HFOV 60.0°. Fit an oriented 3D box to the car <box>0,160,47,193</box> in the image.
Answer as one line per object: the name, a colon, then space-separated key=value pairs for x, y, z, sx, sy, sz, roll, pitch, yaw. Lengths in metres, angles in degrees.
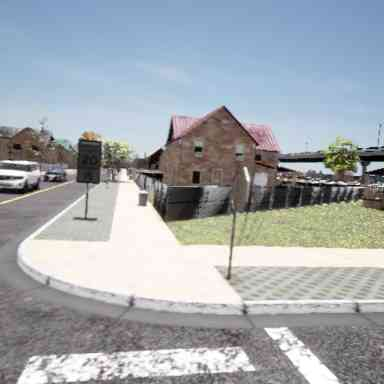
car: x=-12.030 y=-1.126 z=22.911 sx=2.150 sy=2.045 sz=5.566 roll=4 pitch=4 yaw=-12

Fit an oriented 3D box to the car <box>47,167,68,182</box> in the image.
car: x=-14.808 y=-1.913 z=36.407 sx=2.128 sy=1.511 sz=4.902 roll=4 pitch=4 yaw=-11
